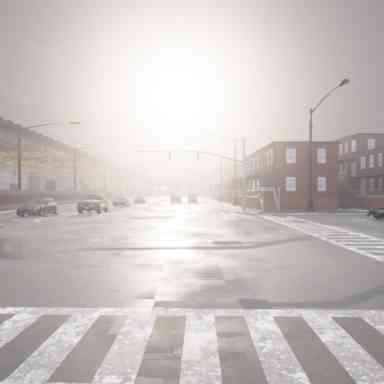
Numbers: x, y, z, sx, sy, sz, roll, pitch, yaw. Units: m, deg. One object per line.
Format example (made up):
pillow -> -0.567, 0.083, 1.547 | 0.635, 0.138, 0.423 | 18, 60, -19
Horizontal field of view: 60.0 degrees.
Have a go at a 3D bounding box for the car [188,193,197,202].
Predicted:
car -> 0.072, 1.225, 80.290 | 2.150, 2.045, 5.566 | 0, 0, 0

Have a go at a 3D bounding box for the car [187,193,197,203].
car -> 0.162, 1.548, 69.657 | 2.033, 1.411, 5.357 | 0, 0, 0

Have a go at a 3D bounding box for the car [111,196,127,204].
car -> -13.979, 1.477, 64.012 | 1.882, 1.535, 5.008 | 0, 0, 1

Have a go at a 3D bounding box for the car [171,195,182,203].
car -> -3.369, 1.353, 70.227 | 2.097, 1.767, 4.553 | 0, 0, 0

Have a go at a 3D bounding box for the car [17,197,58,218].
car -> -14.072, 1.351, 30.511 | 2.097, 1.767, 4.553 | 0, 0, 0

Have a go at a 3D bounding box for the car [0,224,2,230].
car -> -10.588, 1.547, 14.563 | 2.033, 1.411, 5.357 | 0, 0, 0

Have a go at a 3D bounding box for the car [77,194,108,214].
car -> -10.399, 1.222, 35.248 | 2.150, 2.045, 5.566 | 0, 0, -2

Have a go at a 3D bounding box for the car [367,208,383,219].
car -> 17.059, 1.547, 26.669 | 5.357, 1.411, 2.033 | 0, 0, 0

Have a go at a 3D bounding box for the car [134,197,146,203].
car -> -10.450, 1.601, 67.044 | 1.895, 1.301, 4.718 | 0, 0, 0

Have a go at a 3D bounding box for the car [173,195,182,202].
car -> -3.427, 1.478, 80.513 | 1.882, 1.535, 5.008 | 0, 0, 0

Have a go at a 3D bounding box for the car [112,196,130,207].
car -> -10.549, 1.505, 50.001 | 1.837, 1.490, 4.892 | 0, 0, 0

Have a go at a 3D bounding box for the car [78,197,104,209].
car -> -14.055, 1.492, 46.714 | 2.128, 1.511, 4.902 | 0, 0, 0
